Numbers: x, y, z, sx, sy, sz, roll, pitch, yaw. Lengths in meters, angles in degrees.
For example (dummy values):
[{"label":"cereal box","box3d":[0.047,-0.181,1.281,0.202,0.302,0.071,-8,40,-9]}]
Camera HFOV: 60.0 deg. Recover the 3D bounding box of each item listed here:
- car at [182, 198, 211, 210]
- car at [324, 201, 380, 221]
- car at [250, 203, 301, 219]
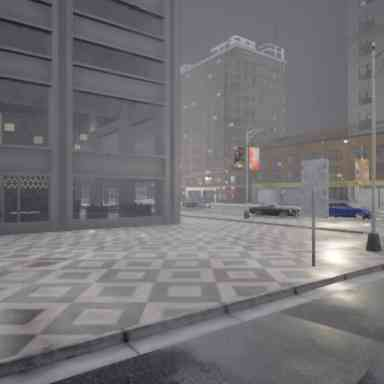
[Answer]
[{"label":"car","box3d":[0.584,1.609,44.981,2.128,1.511,4.902,0,0,-36]},{"label":"car","box3d":[12.932,1.522,27.856,1.882,1.535,5.008,0,0,-36]},{"label":"car","box3d":[7.523,1.665,29.794,1.895,1.301,4.718,0,0,-36]}]
